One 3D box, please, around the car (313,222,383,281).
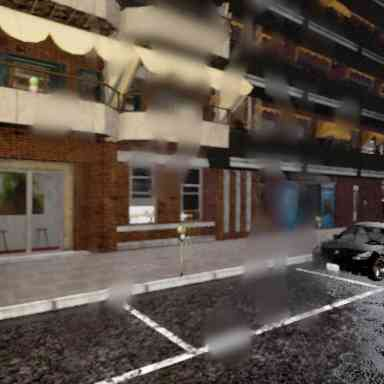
[{"bbox_3d":[5.478,1.614,9.994,4.313,1.339,1.947,0,0,-35],"label":"car"}]
